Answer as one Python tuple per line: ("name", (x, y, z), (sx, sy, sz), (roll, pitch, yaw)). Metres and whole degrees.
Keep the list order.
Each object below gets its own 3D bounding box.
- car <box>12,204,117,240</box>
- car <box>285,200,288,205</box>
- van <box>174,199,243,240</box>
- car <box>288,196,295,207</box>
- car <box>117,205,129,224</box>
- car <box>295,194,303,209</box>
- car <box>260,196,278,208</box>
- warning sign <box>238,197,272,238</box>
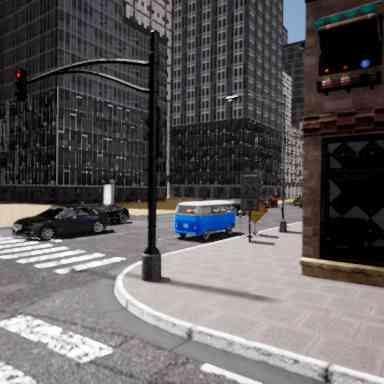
("car", (-6.457, 1.445, 16.858), (1.837, 1.490, 4.892), (1, 1, 35))
("car", (16.328, 1.354, 53.327), (1.752, 1.417, 4.829), (1, 1, 35))
("van", (0.793, 1.363, 17.053), (1.690, 1.788, 3.998), (1, 1, 35))
("car", (16.116, 1.400, 48.394), (1.837, 1.490, 4.892), (1, 0, 36))
("car", (-6.036, 1.457, 21.917), (1.947, 1.339, 4.313), (1, 1, 35))
("car", (15.388, 1.153, 42.122), (2.150, 2.045, 5.566), (1, 1, 36))
("car", (10.009, 1.284, 44.450), (1.967, 1.590, 4.097), (1, 1, 35))
("warning sign", (3.075, 1.173, 16.158), (1.300, 1.860, 1.060), (1, 1, 35))
